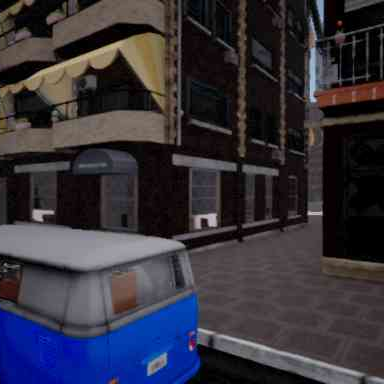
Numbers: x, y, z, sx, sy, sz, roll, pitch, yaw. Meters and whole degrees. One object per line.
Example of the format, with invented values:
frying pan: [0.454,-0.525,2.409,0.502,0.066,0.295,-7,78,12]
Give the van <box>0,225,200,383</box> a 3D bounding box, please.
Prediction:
van: [-1.833,1.375,4.167,3.998,1.788,1.690,-1,0,36]
